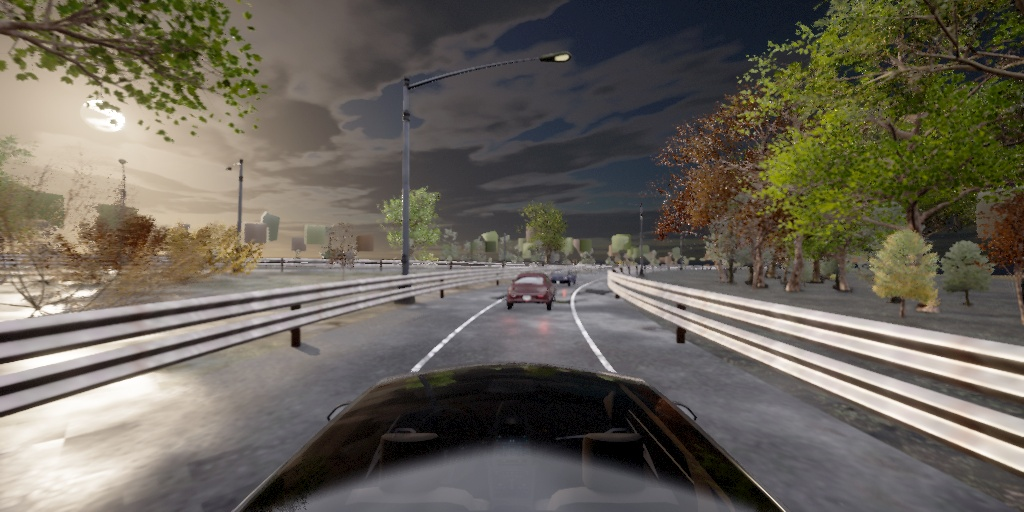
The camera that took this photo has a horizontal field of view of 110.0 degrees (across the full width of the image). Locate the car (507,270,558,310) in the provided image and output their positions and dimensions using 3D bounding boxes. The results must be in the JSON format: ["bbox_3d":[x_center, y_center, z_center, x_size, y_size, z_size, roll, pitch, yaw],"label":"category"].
[{"bbox_3d":[0.924,1.455,15.859,1.812,1.442,4.674,0,-1,9],"label":"car"}]

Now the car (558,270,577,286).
[{"bbox_3d":[4.234,1.795,29.880,1.895,1.301,4.718,0,-1,18],"label":"car"}]
